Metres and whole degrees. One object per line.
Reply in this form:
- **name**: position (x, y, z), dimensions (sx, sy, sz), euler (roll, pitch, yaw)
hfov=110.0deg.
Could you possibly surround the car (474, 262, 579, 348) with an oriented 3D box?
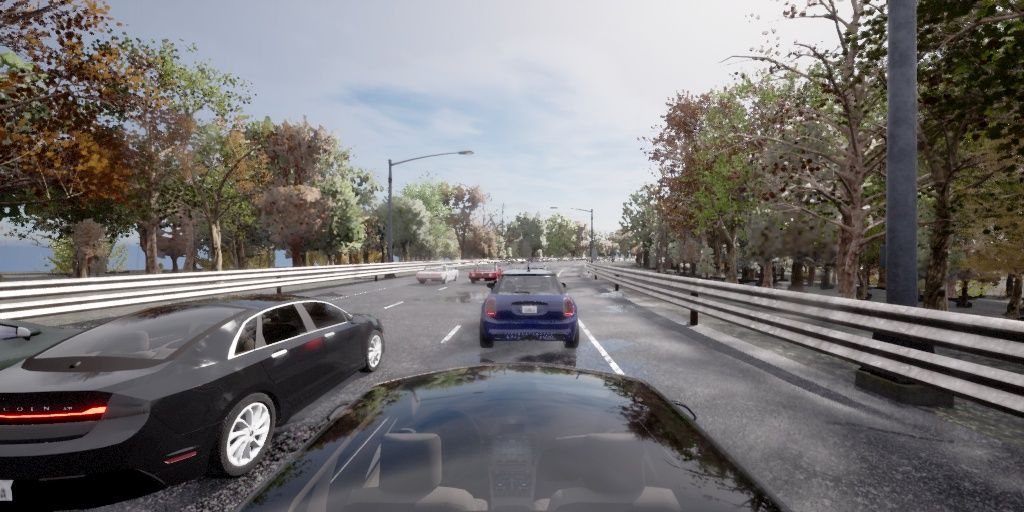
- **car**: position (0.392, 1.098, 9.362), dimensions (2.097, 1.767, 4.553), euler (0, 0, 1)

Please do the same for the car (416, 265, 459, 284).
- **car**: position (-5.333, 1.319, 26.315), dimensions (1.895, 1.301, 4.718), euler (0, 0, 6)

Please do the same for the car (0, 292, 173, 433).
- **car**: position (-6.803, 1.311, 4.020), dimensions (1.994, 1.385, 4.181), euler (0, 0, 1)

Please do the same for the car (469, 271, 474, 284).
- **car**: position (-1.769, 1.328, 26.660), dimensions (1.895, 1.301, 4.718), euler (0, 0, 7)

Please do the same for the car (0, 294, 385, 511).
- **car**: position (-3.286, 1.252, 4.722), dimensions (1.837, 1.490, 4.892), euler (0, 0, 1)

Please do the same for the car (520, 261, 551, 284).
- **car**: position (1.935, 1.228, 28.136), dimensions (2.128, 1.511, 4.902), euler (0, 0, 7)
